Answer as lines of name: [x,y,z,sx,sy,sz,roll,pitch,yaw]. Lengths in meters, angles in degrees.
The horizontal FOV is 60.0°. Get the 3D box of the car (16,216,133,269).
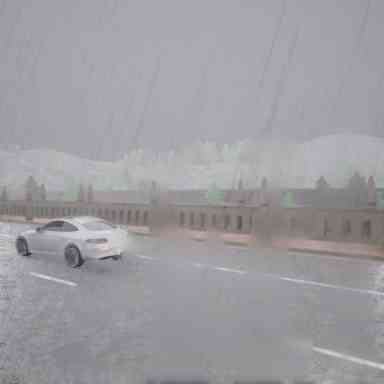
car: [-4.003,1.526,11.154,4.674,1.442,1.812,0,0,36]
